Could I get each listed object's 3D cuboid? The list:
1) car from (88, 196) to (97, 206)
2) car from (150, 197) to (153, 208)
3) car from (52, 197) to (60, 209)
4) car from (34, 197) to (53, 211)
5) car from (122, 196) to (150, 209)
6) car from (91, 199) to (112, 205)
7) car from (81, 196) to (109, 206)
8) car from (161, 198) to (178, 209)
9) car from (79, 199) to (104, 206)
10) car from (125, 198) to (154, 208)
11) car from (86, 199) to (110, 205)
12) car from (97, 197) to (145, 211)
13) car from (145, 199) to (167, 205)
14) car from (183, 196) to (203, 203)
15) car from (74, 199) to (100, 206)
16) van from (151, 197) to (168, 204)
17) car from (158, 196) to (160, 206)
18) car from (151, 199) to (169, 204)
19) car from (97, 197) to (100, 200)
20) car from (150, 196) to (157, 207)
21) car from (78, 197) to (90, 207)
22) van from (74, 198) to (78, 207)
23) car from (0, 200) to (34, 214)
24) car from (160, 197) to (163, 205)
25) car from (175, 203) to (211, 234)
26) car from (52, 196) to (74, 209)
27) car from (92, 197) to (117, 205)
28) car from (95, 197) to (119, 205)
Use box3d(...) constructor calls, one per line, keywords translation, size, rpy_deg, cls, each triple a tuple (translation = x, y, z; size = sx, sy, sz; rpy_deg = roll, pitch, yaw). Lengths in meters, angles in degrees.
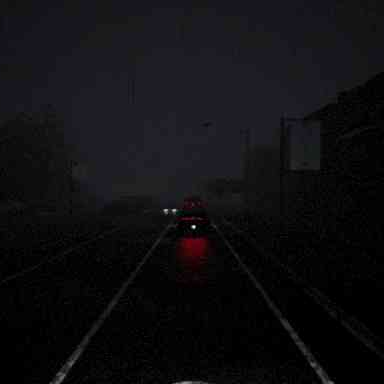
box3d(translation=(-21.756, 2.101, 64.210), size=(5.366, 1.575, 1.946), rpy_deg=(0, -1, 0), cls="car")
box3d(translation=(-8.858, 1.877, 50.313), size=(4.892, 1.521, 2.231), rpy_deg=(0, -1, 0), cls="car")
box3d(translation=(-21.934, 1.877, 47.506), size=(4.674, 1.452, 2.002), rpy_deg=(0, -1, 0), cls="car")
box3d(translation=(-21.938, 1.801, 44.720), size=(5.008, 1.535, 2.097), rpy_deg=(0, -1, 0), cls="car")
box3d(translation=(-8.882, 1.551, 44.713), size=(5.566, 2.045, 2.435), rpy_deg=(0, -1, 0), cls="car")
box3d(translation=(-21.964, 2.435, 80.794), size=(4.674, 1.452, 2.002), rpy_deg=(0, -1, 0), cls="car")
box3d(translation=(-21.930, 2.042, 75.352), size=(5.566, 2.045, 2.435), rpy_deg=(0, -1, 0), cls="car")
box3d(translation=(-3.258, 2.012, 52.530), size=(2.033, 1.411, 5.357), rpy_deg=(0, -1, 0), cls="car")
box3d(translation=(-21.983, 2.274, 72.565), size=(4.792, 1.488, 2.163), rpy_deg=(0, -1, 0), cls="car")
box3d(translation=(-8.822, 1.838, 55.920), size=(4.553, 1.767, 2.185), rpy_deg=(0, -1, 0), cls="car")
box3d(translation=(-21.957, 2.345, 78.134), size=(5.008, 1.535, 2.097), rpy_deg=(0, -1, 0), cls="car")
box3d(translation=(-8.848, 1.771, 41.909), size=(4.892, 1.521, 2.231), rpy_deg=(0, -1, 0), cls="car")
box3d(translation=(-9.077, 2.453, 83.945), size=(5.366, 1.575, 1.946), rpy_deg=(0, -1, 0), cls="car")
box3d(translation=(0.094, 1.495, 39.668), size=(2.150, 2.045, 5.566), rpy_deg=(0, -1, 0), cls="car")
box3d(translation=(-21.920, 2.227, 69.780), size=(4.792, 1.488, 2.163), rpy_deg=(0, -1, 0), cls="car")
box3d(translation=(-8.783, 2.343, 89.555), size=(4.442, 1.987, 1.878), rpy_deg=(0, -1, 0), cls="van")
box3d(translation=(-8.853, 2.059, 61.526), size=(4.892, 1.521, 2.231), rpy_deg=(0, -1, 0), cls="car")
box3d(translation=(-8.875, 2.655, 92.353), size=(4.792, 1.488, 2.163), rpy_deg=(0, -1, 0), cls="car")
box3d(translation=(-21.940, 2.151, 66.996), size=(5.008, 1.535, 2.097), rpy_deg=(0, -1, 0), cls="car")
box3d(translation=(-8.881, 1.668, 53.122), size=(5.566, 2.045, 2.435), rpy_deg=(0, -1, 0), cls="car")
box3d(translation=(-21.936, 2.096, 61.425), size=(4.674, 1.452, 2.002), rpy_deg=(0, -1, 0), cls="car")
box3d(translation=(-22.050, 1.736, 55.858), size=(4.442, 1.987, 1.878), rpy_deg=(0, -1, 0), cls="van")
box3d(translation=(-21.930, 1.740, 39.152), size=(5.008, 1.535, 2.097), rpy_deg=(0, 0, 0), cls="car")
box3d(translation=(-8.861, 2.153, 67.131), size=(5.008, 1.535, 2.097), rpy_deg=(0, -1, 0), cls="car")
box3d(translation=(0.095, 1.647, 20.372), size=(1.837, 1.490, 4.892), rpy_deg=(0, 0, 0), cls="car")
box3d(translation=(-21.901, 1.793, 53.076), size=(4.553, 1.767, 2.185), rpy_deg=(0, -1, 0), cls="car")
box3d(translation=(-21.942, 2.200, 83.707), size=(5.566, 2.045, 2.435), rpy_deg=(0, -1, 0), cls="car")
box3d(translation=(-21.946, 2.253, 86.368), size=(5.566, 2.045, 2.435), rpy_deg=(0, -1, 0), cls="car")
